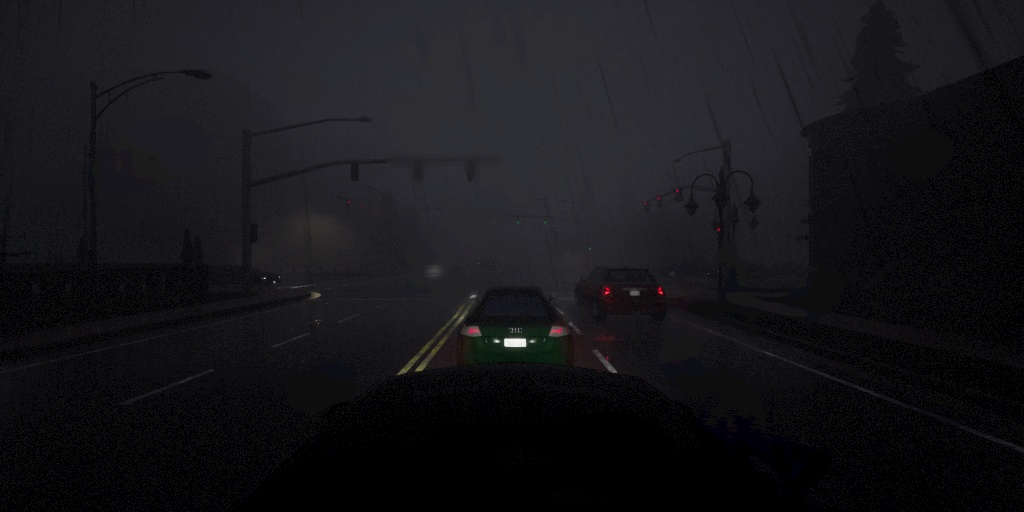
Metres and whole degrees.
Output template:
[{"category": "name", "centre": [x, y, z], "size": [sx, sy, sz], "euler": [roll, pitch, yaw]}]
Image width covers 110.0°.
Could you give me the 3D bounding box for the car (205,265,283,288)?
[{"category": "car", "centre": [-18.005, 1.297, 23.263], "size": [5.357, 1.411, 2.033], "euler": [0, 0, 2]}]

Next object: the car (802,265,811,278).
[{"category": "car", "centre": [28.467, 0.971, 30.601], "size": [5.566, 2.045, 2.150], "euler": [0, 0, -7]}]

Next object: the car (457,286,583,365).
[{"category": "car", "centre": [0.065, 1.314, 7.568], "size": [1.994, 1.385, 4.181], "euler": [0, 0, 0]}]

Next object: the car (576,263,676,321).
[{"category": "car", "centre": [3.582, 1.102, 12.578], "size": [2.097, 1.767, 4.553], "euler": [0, 0, 0]}]

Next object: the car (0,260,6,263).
[{"category": "car", "centre": [-50.602, 1.102, 33.994], "size": [4.553, 1.767, 2.097], "euler": [0, 0, 0]}]

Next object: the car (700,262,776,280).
[{"category": "car", "centre": [18.957, 1.255, 30.185], "size": [4.892, 1.490, 1.837], "euler": [0, 0, -1]}]

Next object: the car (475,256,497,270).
[{"category": "car", "centre": [-3.589, 1.102, 50.727], "size": [2.097, 1.767, 4.553], "euler": [0, 0, 0]}]

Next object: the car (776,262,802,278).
[{"category": "car", "centre": [25.528, 1.276, 33.890], "size": [4.674, 1.442, 1.812], "euler": [0, 0, -4]}]

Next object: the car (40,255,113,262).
[{"category": "car", "centre": [-31.956, 0.970, 26.824], "size": [5.566, 2.045, 2.150], "euler": [0, 0, 0]}]

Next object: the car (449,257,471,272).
[{"category": "car", "centre": [-7.096, 1.228, 47.793], "size": [1.882, 1.535, 5.008], "euler": [0, 0, 0]}]

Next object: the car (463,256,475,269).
[{"category": "car", "centre": [-7.084, 1.241, 57.219], "size": [2.128, 1.511, 4.902], "euler": [0, 0, 0]}]

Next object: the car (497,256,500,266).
[{"category": "car", "centre": [-3.577, 1.241, 59.772], "size": [2.128, 1.511, 4.902], "euler": [0, 0, 0]}]

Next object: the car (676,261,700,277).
[{"category": "car", "centre": [16.196, 1.228, 33.624], "size": [5.008, 1.535, 1.882], "euler": [0, 0, -2]}]

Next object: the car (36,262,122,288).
[{"category": "car", "centre": [-28.158, 1.297, 23.321], "size": [5.357, 1.411, 2.033], "euler": [0, 0, 0]}]
